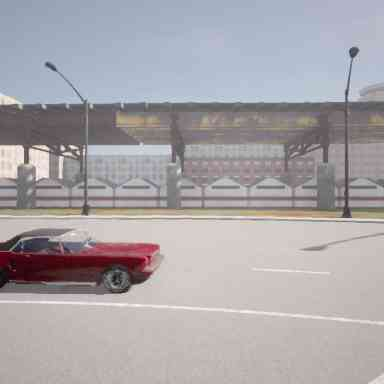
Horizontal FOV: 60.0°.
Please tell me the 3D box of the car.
[{"bbox_3d":[-3.097,1.601,8.270,4.718,1.301,1.895,0,0,5],"label":"car"}]
